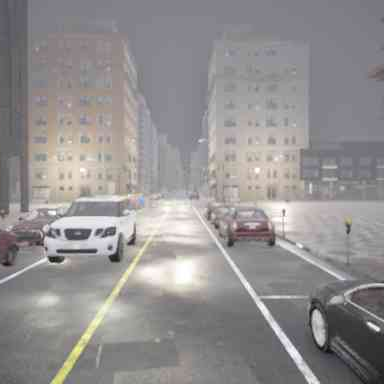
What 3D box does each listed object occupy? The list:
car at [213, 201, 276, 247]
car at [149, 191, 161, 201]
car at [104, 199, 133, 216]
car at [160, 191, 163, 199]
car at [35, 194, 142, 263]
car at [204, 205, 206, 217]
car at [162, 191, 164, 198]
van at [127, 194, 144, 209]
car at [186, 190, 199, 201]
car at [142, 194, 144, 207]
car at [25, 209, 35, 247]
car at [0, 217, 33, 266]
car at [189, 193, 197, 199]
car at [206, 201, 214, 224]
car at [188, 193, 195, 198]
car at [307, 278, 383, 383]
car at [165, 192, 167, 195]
[{"bbox_3d":[2.244,1.345,14.593,1.967,1.590,4.097,0,0,-2],"label":"car"},{"bbox_3d":[-8.018,1.092,69.367,1.752,1.417,4.829,0,0,-2],"label":"car"},{"bbox_3d":[-6.813,1.416,31.259,1.947,1.339,4.313,0,0,-2],"label":"car"},{"bbox_3d":[-8.202,1.083,75.189,1.947,1.339,4.313,0,0,-2],"label":"car"},{"bbox_3d":[-3.349,1.169,12.154,2.150,2.045,5.566,0,0,-2],"label":"car"},{"bbox_3d":[1.888,1.384,25.867,1.887,1.381,4.507,0,0,-2],"label":"car"},{"bbox_3d":[-8.375,0.996,80.670,1.752,1.417,4.829,0,0,-2],"label":"car"},{"bbox_3d":[-7.171,1.124,42.534,1.690,1.788,3.998,0,0,-2],"label":"van"},{"bbox_3d":[0.499,0.836,69.777,2.192,1.841,5.009,0,0,-2],"label":"car"},{"bbox_3d":[-6.992,1.133,36.895,2.192,1.841,5.009,0,0,-2],"label":"car"},{"bbox_3d":[-6.278,1.389,14.348,1.967,1.590,4.097,0,0,-2],"label":"car"},{"bbox_3d":[-6.099,1.564,8.711,1.802,1.307,4.206,0,0,-2],"label":"car"},{"bbox_3d":[0.141,0.969,81.086,1.887,1.381,4.507,0,0,-2],"label":"car"},{"bbox_3d":[2.067,1.454,20.230,1.802,1.307,4.206,0,0,-2],"label":"car"},{"bbox_3d":[-0.217,0.909,92.393,1.802,1.307,4.206,0,1,-2],"label":"car"},{"bbox_3d":[2.601,1.519,3.321,2.008,1.369,4.403,0,0,-2],"label":"car"},{"bbox_3d":[-8.739,0.687,92.143,2.192,1.841,5.009,0,1,-2],"label":"car"}]
